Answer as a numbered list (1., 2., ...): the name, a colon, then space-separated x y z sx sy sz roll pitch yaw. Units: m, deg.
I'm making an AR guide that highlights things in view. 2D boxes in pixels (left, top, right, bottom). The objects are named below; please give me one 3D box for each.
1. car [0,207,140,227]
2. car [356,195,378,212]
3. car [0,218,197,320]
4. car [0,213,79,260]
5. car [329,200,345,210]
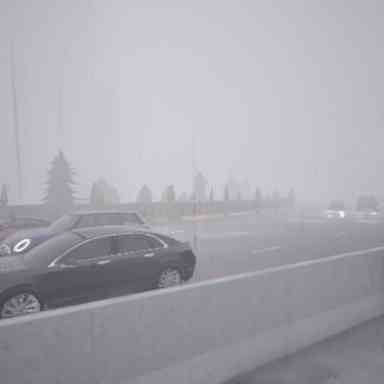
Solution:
1. car: -3.428 1.380 10.402 4.553 1.767 2.097 0 0 -39
2. car: 22.116 1.369 42.044 2.150 2.045 5.566 0 0 25
3. car: -2.135 1.523 6.967 4.892 1.490 1.837 0 0 -38
4. car: -6.612 1.600 12.356 4.181 1.385 1.994 0 0 -38
5. car: 19.642 1.775 45.023 1.895 1.301 4.718 0 0 25
